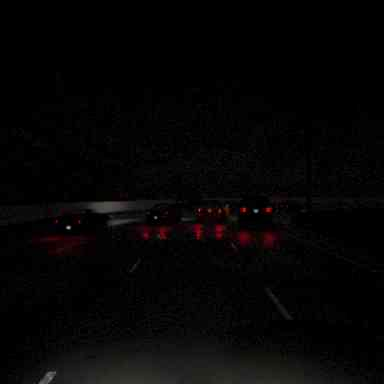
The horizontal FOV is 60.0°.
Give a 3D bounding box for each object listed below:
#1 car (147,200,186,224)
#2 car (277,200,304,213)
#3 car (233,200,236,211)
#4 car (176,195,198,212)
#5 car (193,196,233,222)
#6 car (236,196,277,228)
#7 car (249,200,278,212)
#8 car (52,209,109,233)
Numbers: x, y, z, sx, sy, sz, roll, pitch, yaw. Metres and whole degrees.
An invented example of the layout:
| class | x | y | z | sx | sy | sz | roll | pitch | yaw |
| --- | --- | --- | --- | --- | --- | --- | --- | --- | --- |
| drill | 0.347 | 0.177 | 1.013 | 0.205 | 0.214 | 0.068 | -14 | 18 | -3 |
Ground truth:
| class | x | y | z | sx | sy | sz | roll | pitch | yaw |
| --- | --- | --- | --- | --- | --- | --- | --- | --- | --- |
| car | -2.102 | 1.610 | 25.701 | 1.812 | 1.442 | 4.674 | 0 | 0 | 11 |
| car | 11.695 | 1.678 | 39.666 | 2.033 | 1.411 | 5.357 | 0 | 0 | 38 |
| car | 4.954 | 1.701 | 41.922 | 1.994 | 1.385 | 4.181 | 0 | 0 | 33 |
| car | -0.025 | 1.352 | 41.294 | 2.150 | 2.045 | 5.566 | 0 | -1 | 31 |
| car | 1.836 | 1.442 | 27.181 | 2.097 | 1.767 | 4.553 | 0 | 0 | 14 |
| car | 4.332 | 1.293 | 22.921 | 2.150 | 2.045 | 5.566 | 0 | -1 | 9 |
| car | 9.047 | 1.701 | 41.649 | 1.994 | 1.385 | 4.181 | 0 | 0 | 37 |
| car | -6.606 | 1.668 | 20.375 | 1.895 | 1.301 | 4.718 | 0 | 0 | 4 |
